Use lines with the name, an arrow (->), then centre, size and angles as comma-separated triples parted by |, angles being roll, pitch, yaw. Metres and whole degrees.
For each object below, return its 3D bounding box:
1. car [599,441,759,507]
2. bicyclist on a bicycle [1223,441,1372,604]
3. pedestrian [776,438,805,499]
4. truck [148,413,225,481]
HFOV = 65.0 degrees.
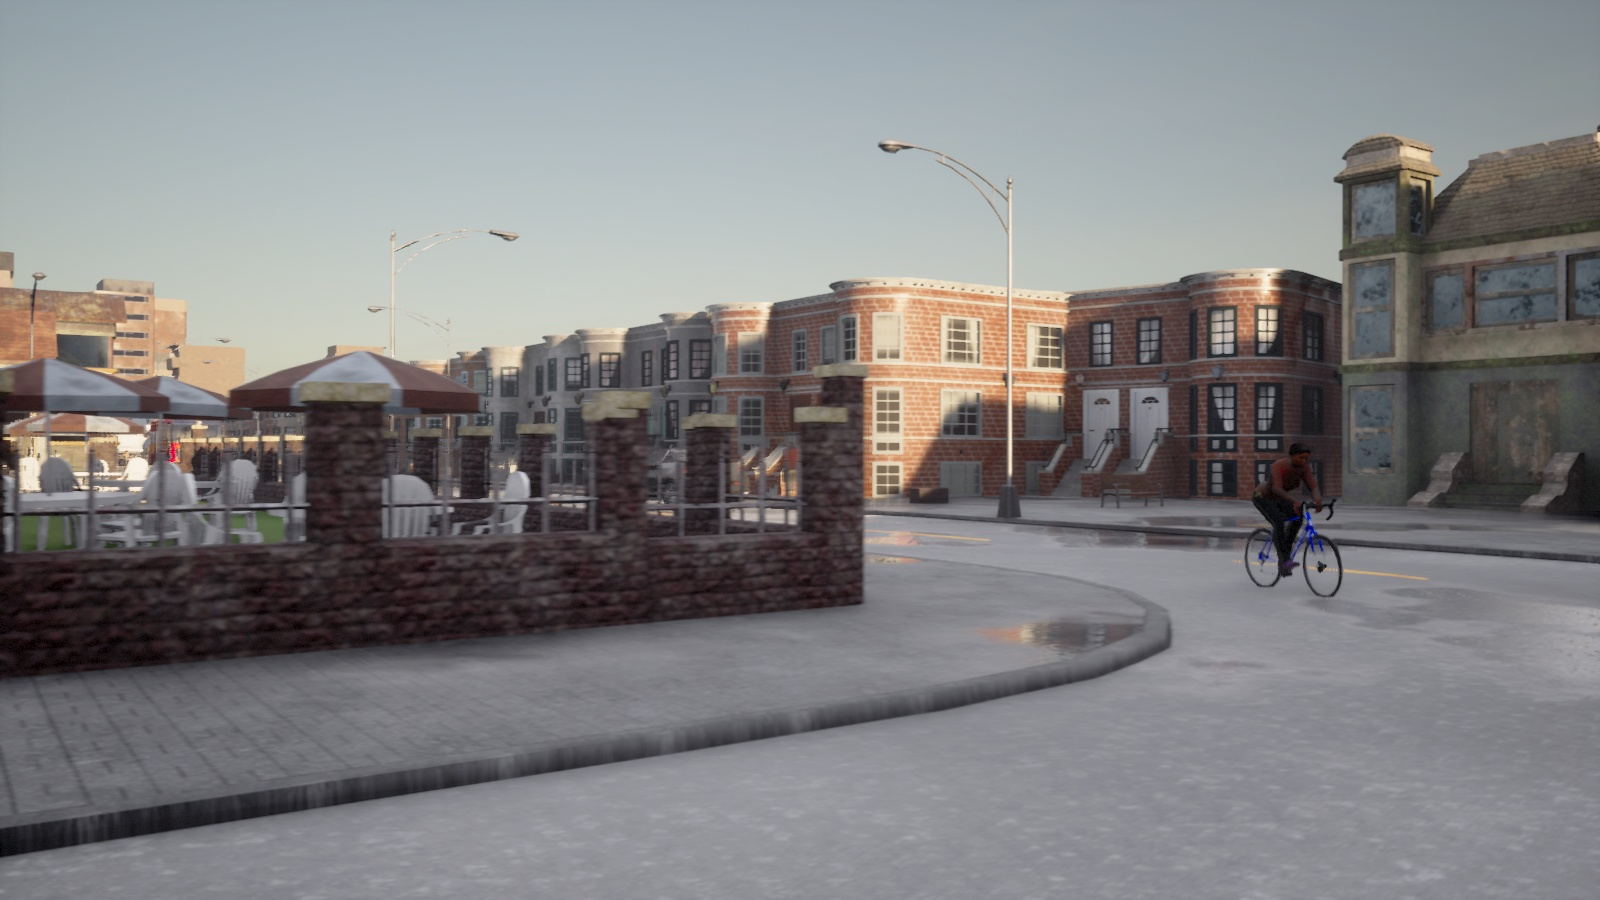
car -> -3.387, 0.619, 34.167 | 2.152, 1.651, 5.027 | 0, 0, -35
bicyclist on a bicycle -> 5.277, 0.724, 13.429 | 0.582, 1.620, 1.656 | -1, 1, -15
pedestrian -> -0.302, 0.555, 38.461 | 0.634, 1.844, 0.899 | 0, 0, -18
truck -> -36.608, -0.153, 74.775 | 2.891, 3.827, 8.468 | 0, 0, -35
